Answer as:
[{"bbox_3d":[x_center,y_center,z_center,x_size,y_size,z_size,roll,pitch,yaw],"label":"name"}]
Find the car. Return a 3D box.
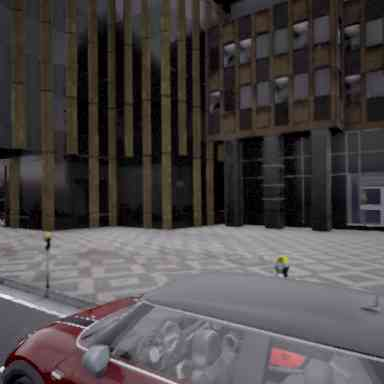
[{"bbox_3d":[0.124,1.459,2.874,4.097,1.590,1.967,-1,0,35],"label":"car"}]
